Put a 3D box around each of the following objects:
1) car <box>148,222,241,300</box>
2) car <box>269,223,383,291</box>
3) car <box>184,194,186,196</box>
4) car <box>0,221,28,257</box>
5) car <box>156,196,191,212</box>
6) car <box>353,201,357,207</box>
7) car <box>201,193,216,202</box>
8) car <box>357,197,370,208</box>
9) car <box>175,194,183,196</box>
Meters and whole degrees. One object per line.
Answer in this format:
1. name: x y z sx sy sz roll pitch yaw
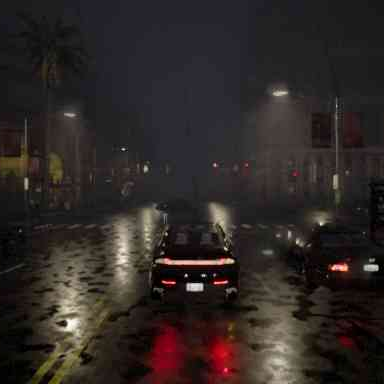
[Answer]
1. car: 0.061 1.491 8.386 2.128 1.511 4.902 0 0 0
2. car: 3.565 1.547 9.087 2.033 1.411 5.357 0 0 0
3. car: -2.698 1.347 91.388 2.097 1.767 4.553 0 0 10
4. car: -7.101 1.546 10.220 2.033 1.411 5.357 0 0 0
5. car: -2.071 1.522 38.767 4.674 1.442 1.812 0 0 -45
6. car: 26.051 1.473 48.254 5.008 1.535 1.882 0 0 0
7. car: 3.534 1.348 72.648 2.097 1.767 4.553 0 0 0
8. car: 25.430 1.500 44.744 4.892 1.490 1.837 0 0 0
9. car: -3.480 1.589 71.585 1.895 1.301 4.718 0 0 0
